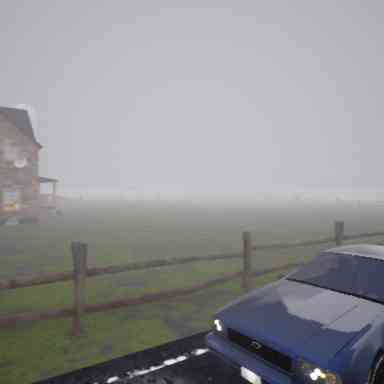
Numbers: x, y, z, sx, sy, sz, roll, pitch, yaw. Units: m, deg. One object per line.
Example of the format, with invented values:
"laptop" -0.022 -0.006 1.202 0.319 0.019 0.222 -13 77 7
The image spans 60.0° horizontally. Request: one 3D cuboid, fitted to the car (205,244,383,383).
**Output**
"car" 2.788 1.569 5.056 5.357 1.411 2.033 0 0 -35
